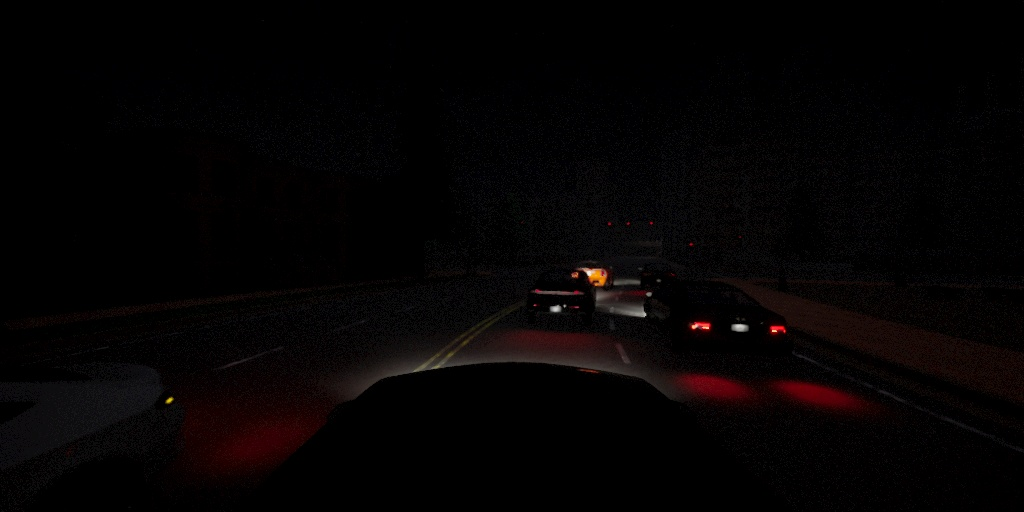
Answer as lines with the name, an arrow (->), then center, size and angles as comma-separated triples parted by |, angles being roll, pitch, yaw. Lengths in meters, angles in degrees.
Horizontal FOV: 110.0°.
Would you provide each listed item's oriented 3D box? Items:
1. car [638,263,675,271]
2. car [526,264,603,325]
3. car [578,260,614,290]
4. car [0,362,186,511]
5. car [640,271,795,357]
car -> 8.665, 1.148, 21.467 | 1.882, 1.535, 5.008 | 1, 0, 20
car -> 1.742, 1.176, 11.652 | 2.128, 1.511, 4.902 | 1, 0, 15
car -> 4.895, 0.990, 21.561 | 2.097, 1.767, 4.553 | 1, 0, 20
car -> -3.454, 1.254, 0.853 | 1.812, 1.442, 4.674 | 0, 0, 2
car -> 4.476, 1.281, 8.677 | 2.033, 1.411, 5.357 | 1, 0, 12
